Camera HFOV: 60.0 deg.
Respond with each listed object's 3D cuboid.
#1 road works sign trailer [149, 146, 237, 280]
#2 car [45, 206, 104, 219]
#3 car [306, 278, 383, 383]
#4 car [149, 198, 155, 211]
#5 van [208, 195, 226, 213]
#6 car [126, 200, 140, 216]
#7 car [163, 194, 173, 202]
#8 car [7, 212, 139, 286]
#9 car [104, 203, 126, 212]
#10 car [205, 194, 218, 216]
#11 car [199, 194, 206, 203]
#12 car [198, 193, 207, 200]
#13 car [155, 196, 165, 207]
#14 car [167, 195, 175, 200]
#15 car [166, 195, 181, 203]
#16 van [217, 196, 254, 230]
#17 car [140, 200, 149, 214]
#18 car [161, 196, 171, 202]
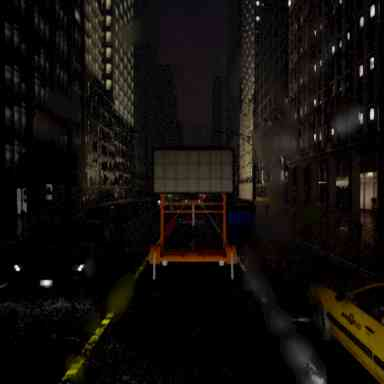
[{"bbox_3d":[0.039,0.454,9.873,2.380,3.560,2.880,0,0,0],"label":"road works sign trailer"},{"bbox_3d":[-5.669,1.535,14.829,2.008,1.369,4.403,-1,0,0],"label":"car"},{"bbox_3d":[2.690,1.521,3.616,1.752,1.417,4.829,-1,0,0],"label":"car"},{"bbox_3d":[-5.624,1.543,37.564,1.802,1.307,4.206,-1,0,0],"label":"car"},{"bbox_3d":[2.754,1.302,37.547,1.690,1.788,3.998,-1,0,0],"label":"van"},{"bbox_3d":[-5.646,1.517,26.197,1.887,1.381,4.507,-1,0,0],"label":"car"},{"bbox_3d":[-5.548,1.358,77.349,1.967,1.590,4.097,-1,0,0],"label":"car"},{"bbox_3d":[-3.082,1.537,9.695,2.033,1.411,5.357,0,0,0],"label":"car"},{"bbox_3d":[-5.657,1.544,20.513,1.947,1.339,4.313,-1,0,0],"label":"car"},{"bbox_3d":[2.743,1.282,31.864,2.192,1.841,5.009,-1,0,0],"label":"car"},{"bbox_3d":[2.801,1.487,60.282,2.008,1.369,4.403,-1,0,0],"label":"car"},{"bbox_3d":[2.853,1.220,88.701,2.192,1.841,5.009,-1,0,0],"label":"car"},{"bbox_3d":[-5.602,1.500,48.931,2.008,1.369,4.403,-1,0,0],"label":"car"},{"bbox_3d":[-5.525,1.430,88.547,1.752,1.417,4.829,-1,0,0],"label":"car"},{"bbox_3d":[-2.894,1.432,57.929,2.128,1.511,4.902,0,0,0],"label":"car"},{"bbox_3d":[2.721,1.320,20.496,1.690,1.788,3.998,-1,0,0],"label":"van"},{"bbox_3d":[-5.636,1.518,31.880,2.008,1.369,4.403,-1,0,0],"label":"car"},{"bbox_3d":[-5.558,1.506,71.665,1.802,1.307,4.206,-1,0,0],"label":"car"}]
